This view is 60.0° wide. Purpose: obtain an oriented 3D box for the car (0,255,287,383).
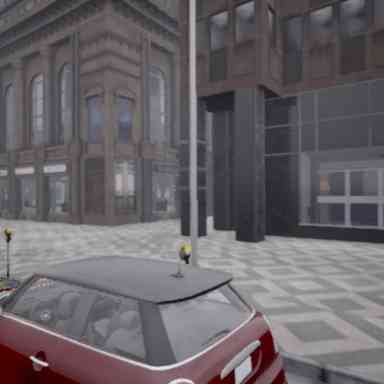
[{"bbox_3d":[-1.171,1.473,3.791,4.097,1.590,1.967,-1,0,35],"label":"car"}]
